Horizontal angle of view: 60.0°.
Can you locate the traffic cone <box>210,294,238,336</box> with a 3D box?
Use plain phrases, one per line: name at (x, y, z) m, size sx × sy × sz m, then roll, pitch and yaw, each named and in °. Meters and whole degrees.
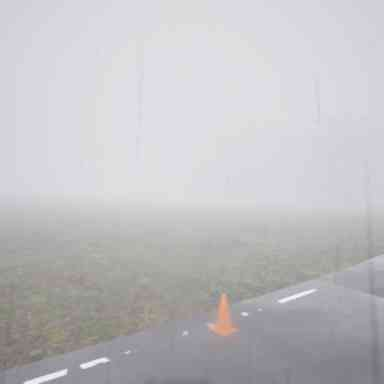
traffic cone at (0.531, 1.979, 5.476) m, size 0.340 × 0.580 × 0.340 m, roll 0°, pitch 0°, yaw -38°
